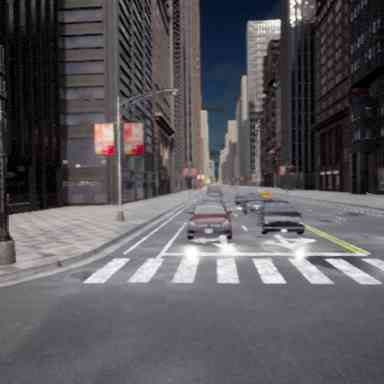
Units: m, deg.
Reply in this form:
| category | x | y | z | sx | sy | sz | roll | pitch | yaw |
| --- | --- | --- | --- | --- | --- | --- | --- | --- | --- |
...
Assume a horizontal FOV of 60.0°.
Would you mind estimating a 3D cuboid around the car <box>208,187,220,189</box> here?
| category | x | y | z | sx | sy | sz | roll | pitch | yaw |
| --- | --- | --- | --- | --- | --- | --- | --- | --- | --- |
| car | 2.976 | 0.284 | 44.974 | 2.150 | 2.045 | 5.566 | -1 | 1 | 5 |

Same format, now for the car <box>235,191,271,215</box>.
| category | x | y | z | sx | sy | sz | roll | pitch | yaw |
| --- | --- | --- | --- | --- | --- | --- | --- | --- | --- |
| car | 4.857 | 0.906 | 26.172 | 2.128 | 1.511 | 4.902 | -1 | 1 | 4 |

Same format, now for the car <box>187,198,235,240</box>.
| category | x | y | z | sx | sy | sz | roll | pitch | yaw |
| --- | --- | --- | --- | --- | --- | --- | --- | --- | --- |
| car | 0.817 | 1.209 | 15.268 | 1.812 | 1.442 | 4.674 | -1 | 1 | 4 |

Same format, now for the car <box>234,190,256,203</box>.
| category | x | y | z | sx | sy | sz | roll | pitch | yaw |
| --- | --- | --- | --- | --- | --- | --- | --- | --- | --- |
| car | 5.604 | 0.743 | 36.696 | 2.033 | 1.411 | 5.357 | -1 | 1 | 4 |

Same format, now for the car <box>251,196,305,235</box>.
| category | x | y | z | sx | sy | sz | roll | pitch | yaw |
| --- | --- | --- | --- | --- | --- | --- | --- | --- | --- |
| car | 4.185 | 1.162 | 16.459 | 2.033 | 1.411 | 5.357 | -1 | 1 | 8 |

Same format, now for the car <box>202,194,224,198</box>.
| category | x | y | z | sx | sy | sz | roll | pitch | yaw |
| --- | --- | --- | --- | --- | --- | --- | --- | --- | --- |
| car | 1.466 | 1.097 | 24.352 | 1.895 | 1.301 | 4.718 | -1 | 1 | 4 |

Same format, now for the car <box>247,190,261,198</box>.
| category | x | y | z | sx | sy | sz | roll | pitch | yaw |
| --- | --- | --- | --- | --- | --- | --- | --- | --- | --- |
| car | 10.490 | 0.314 | 56.719 | 1.895 | 1.301 | 4.718 | -1 | 1 | 4 |

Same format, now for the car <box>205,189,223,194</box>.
| category | x | y | z | sx | sy | sz | roll | pitch | yaw |
| --- | --- | --- | --- | --- | --- | --- | --- | --- | --- |
| car | 2.197 | 0.789 | 34.562 | 1.837 | 1.490 | 4.892 | -1 | 1 | 4 |
